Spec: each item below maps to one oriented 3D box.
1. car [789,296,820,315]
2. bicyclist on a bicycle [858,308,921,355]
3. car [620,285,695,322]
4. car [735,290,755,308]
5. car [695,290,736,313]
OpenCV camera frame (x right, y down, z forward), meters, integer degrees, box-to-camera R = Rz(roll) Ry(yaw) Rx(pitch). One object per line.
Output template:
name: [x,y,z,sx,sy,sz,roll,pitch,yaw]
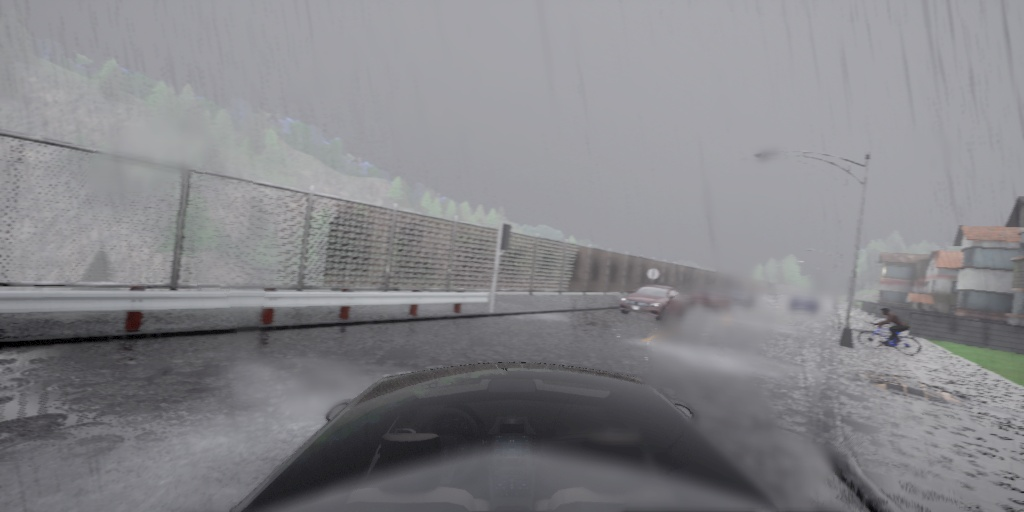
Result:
car: [28.036,4.632,34.458,1.882,1.535,5.008,7,0,42]
bicyclist on a bicycle: [14.260,2.815,13.537,1.656,1.620,0.582,7,0,42]
car: [6.817,2.118,16.942,1.812,1.442,4.674,7,0,42]
car: [20.544,3.808,32.338,2.033,1.411,5.357,7,0,42]
car: [13.459,3.001,24.422,1.895,1.301,4.718,7,0,42]
